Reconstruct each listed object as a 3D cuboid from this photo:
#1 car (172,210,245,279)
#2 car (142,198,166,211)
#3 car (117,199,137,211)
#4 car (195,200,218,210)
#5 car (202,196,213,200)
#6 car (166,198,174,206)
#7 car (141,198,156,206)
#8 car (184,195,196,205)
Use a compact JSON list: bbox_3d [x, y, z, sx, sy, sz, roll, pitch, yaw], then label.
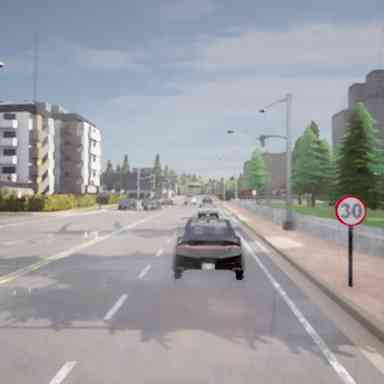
[{"bbox_3d":[0.507,1.540,10.215,2.128,1.511,4.902,0,0,3],"label":"car"},{"bbox_3d":[-5.124,1.680,43.322,2.128,1.511,4.902,0,0,3],"label":"car"},{"bbox_3d":[-8.575,1.692,44.359,1.837,1.490,4.892,0,0,3],"label":"car"},{"bbox_3d":[1.522,1.749,31.597,1.895,1.301,4.718,0,0,3],"label":"car"},{"bbox_3d":[3.127,1.668,67.941,2.097,1.767,4.553,0,0,3],"label":"car"},{"bbox_3d":[-4.317,1.829,59.680,1.994,1.385,4.181,0,0,3],"label":"car"},{"bbox_3d":[-7.788,1.826,60.285,1.994,1.385,4.181,0,0,3],"label":"car"},{"bbox_3d":[-0.366,1.534,68.166,2.150,2.045,5.566,0,0,3],"label":"car"}]
